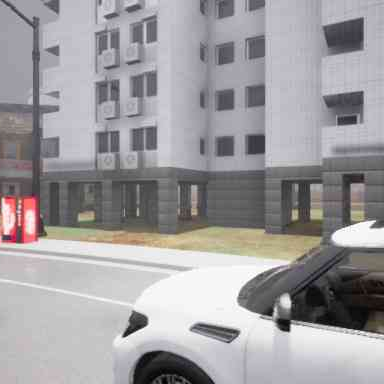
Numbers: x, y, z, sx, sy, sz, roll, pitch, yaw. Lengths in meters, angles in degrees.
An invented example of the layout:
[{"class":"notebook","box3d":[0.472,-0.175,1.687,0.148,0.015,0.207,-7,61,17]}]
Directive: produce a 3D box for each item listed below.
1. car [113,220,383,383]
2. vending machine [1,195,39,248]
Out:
[{"class":"car","box3d":[1.897,1.212,2.623,5.566,2.045,2.150,-2,-1,33]},{"class":"vending machine","box3d":[-7.198,1.195,13.927,0.880,2.100,1.100,0,0,21]}]
